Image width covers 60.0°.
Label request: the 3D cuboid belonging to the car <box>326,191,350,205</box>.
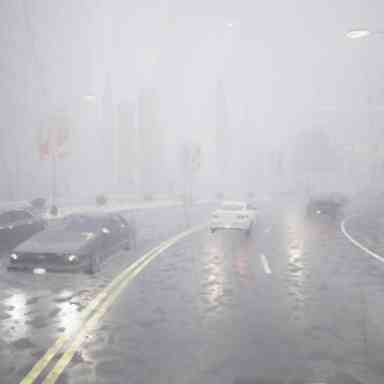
[{"bbox_3d":[13.963,0.782,33.706,5.357,1.411,2.033,-1,2,-39],"label":"car"}]

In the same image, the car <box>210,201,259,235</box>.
[{"bbox_3d":[2.152,1.155,16.223,1.812,1.442,4.674,0,1,17],"label":"car"}]

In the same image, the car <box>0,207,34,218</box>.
[{"bbox_3d":[-6.363,1.269,10.292,1.837,1.490,4.892,0,1,7],"label":"car"}]

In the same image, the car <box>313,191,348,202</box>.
[{"bbox_3d":[18.667,0.547,44.834,4.181,1.385,1.994,-1,1,-24],"label":"car"}]

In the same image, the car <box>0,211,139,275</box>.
[{"bbox_3d":[-3.095,1.317,10.030,2.033,1.411,5.357,0,1,6],"label":"car"}]

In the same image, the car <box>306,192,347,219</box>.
[{"bbox_3d":[9.356,0.975,23.288,1.837,1.490,4.892,0,1,32],"label":"car"}]
